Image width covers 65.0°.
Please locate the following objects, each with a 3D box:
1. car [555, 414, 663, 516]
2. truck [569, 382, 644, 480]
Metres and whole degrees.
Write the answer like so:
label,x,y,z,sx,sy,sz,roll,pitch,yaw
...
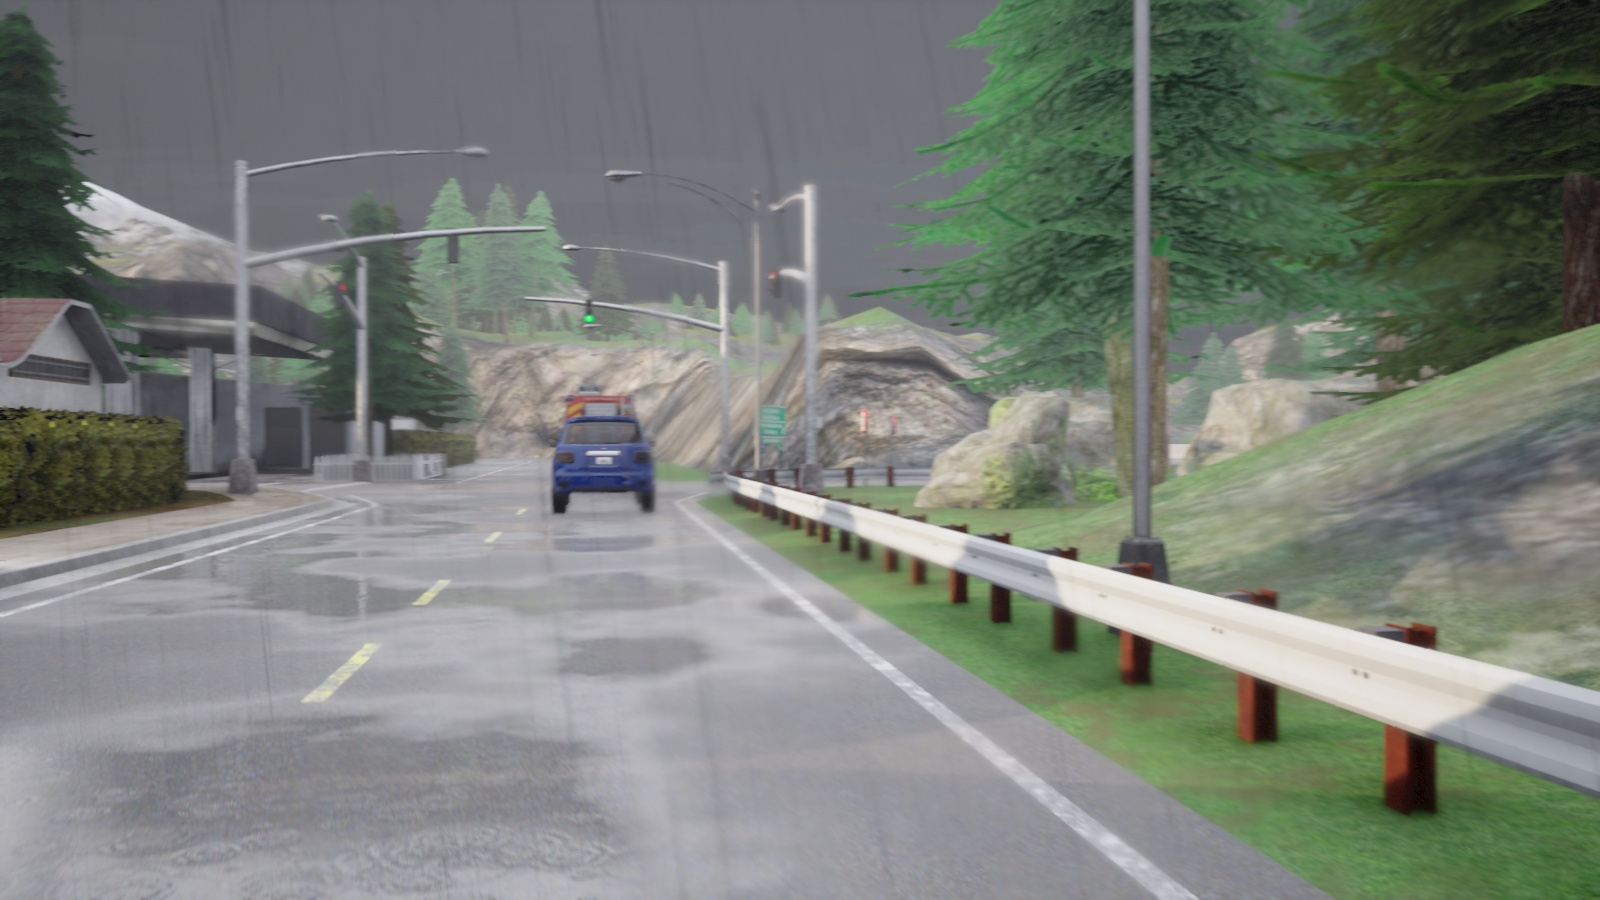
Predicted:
label,x,y,z,sx,sy,sz,roll,pitch,yaw
car,-4.261,0.281,28.002,2.150,2.045,5.566,0,0,-9
truck,-8.275,-0.774,53.676,2.891,3.827,8.468,0,0,-9
